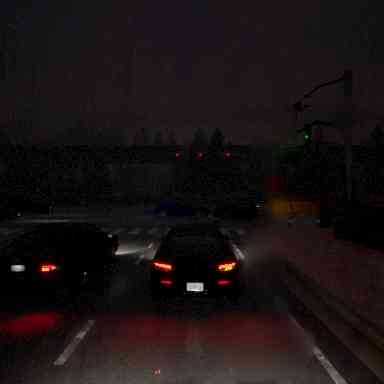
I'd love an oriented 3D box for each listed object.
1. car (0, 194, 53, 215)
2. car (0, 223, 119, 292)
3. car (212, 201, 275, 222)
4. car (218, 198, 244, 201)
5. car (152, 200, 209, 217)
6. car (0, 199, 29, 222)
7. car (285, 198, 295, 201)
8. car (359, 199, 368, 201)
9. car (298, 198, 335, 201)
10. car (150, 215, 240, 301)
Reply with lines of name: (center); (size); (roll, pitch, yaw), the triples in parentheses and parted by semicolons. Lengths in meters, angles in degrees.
car: (-16.754, 1.222, 32.833); (5.566, 2.045, 2.150); (0, 0, 0)
car: (-3.420, 1.547, 9.050); (2.033, 1.411, 5.357); (0, 0, 0)
car: (3.961, 1.601, 25.712); (4.718, 1.301, 1.895); (0, 0, 0)
car: (4.408, 1.352, 32.710); (4.553, 1.767, 2.097); (0, 0, 0)
car: (-0.970, 1.477, 29.240); (5.008, 1.535, 1.882); (0, 0, 0)
car: (-15.856, 1.492, 25.825); (4.902, 1.511, 2.128); (0, 0, 0)
car: (14.121, 1.526, 46.855); (4.674, 1.442, 1.812); (0, 0, 2)
car: (23.228, 1.601, 46.813); (4.718, 1.301, 1.895); (0, 0, 0)
car: (16.920, 1.491, 43.340); (4.902, 1.511, 2.128); (0, 0, 0)
car: (0.072, 1.526, 8.229); (1.812, 1.442, 4.674); (0, 0, 0)
